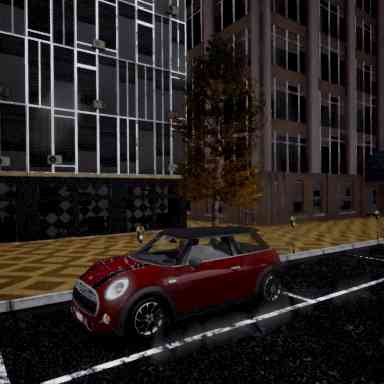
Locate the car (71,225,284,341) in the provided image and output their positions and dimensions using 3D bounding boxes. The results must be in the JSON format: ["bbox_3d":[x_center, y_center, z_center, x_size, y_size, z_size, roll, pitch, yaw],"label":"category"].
[{"bbox_3d":[-0.156,1.439,6.429,4.097,1.590,1.967,0,-1,-35],"label":"car"}]
